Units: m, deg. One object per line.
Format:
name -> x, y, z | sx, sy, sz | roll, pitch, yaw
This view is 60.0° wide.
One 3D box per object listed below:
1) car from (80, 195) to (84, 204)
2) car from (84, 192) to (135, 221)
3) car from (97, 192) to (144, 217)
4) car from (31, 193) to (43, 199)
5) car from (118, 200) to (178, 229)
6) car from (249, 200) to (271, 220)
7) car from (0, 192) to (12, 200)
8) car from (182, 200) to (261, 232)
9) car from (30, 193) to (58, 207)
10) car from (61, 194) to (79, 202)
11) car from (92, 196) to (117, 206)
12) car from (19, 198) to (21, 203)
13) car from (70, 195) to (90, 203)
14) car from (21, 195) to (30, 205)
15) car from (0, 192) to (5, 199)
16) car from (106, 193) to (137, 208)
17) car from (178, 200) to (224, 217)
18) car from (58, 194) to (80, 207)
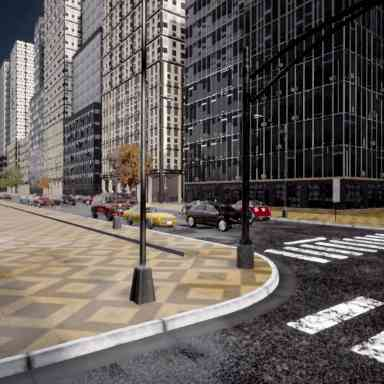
car -> -16.211, 1.250, 53.429 | 1.887, 1.381, 4.507 | 1, 0, -36
car -> -6.159, 1.172, 25.576 | 2.192, 1.841, 5.009 | 1, 0, -36
car -> -6.803, 1.061, 30.965 | 2.150, 2.045, 5.566 | 0, 0, -36
car -> -39.830, 0.965, 85.369 | 1.947, 1.339, 4.313 | 1, 0, -36
car -> -2.708, 1.416, 20.856 | 1.752, 1.417, 4.829 | 1, 0, -36
car -> 4.139, 1.362, 26.129 | 1.967, 1.590, 4.097 | 1, 0, -36
car -> -39.826, 1.006, 71.268 | 1.887, 1.381, 4.507 | 1, 0, -36
car -> 1.487, 1.425, 19.748 | 1.837, 1.490, 4.892 | 0, 0, -36
car -> -19.579, 1.257, 43.888 | 1.887, 1.381, 4.507 | 1, 0, -36
car -> -23.061, 1.148, 62.692 | 1.752, 1.417, 4.829 | 1, 0, -36
car -> -12.939, 1.268, 49.003 | 1.752, 1.417, 4.829 | 1, 0, -36
car -> -26.327, 1.185, 53.014 | 2.008, 1.369, 4.403 | 1, 0, -36
car -> -19.585, 1.216, 57.991 | 2.008, 1.369, 4.403 | 1, 0, -36
car -> -22.953, 1.225, 48.451 | 2.008, 1.369, 4.403 | 1, 0, -36
car -> -46.574, 0.808, 80.396 | 1.967, 1.590, 4.097 | 1, 0, -36
car -> -9.461, 1.096, 44.304 | 2.192, 1.841, 5.009 | 1, 0, -36
car -> 0.737, 1.440, 30.676 | 2.008, 1.369, 4.403 | 1, 0, -36
car -> -17.220, 1.232, 45.173 | 1.837, 1.490, 4.892 | 0, 0, -36
